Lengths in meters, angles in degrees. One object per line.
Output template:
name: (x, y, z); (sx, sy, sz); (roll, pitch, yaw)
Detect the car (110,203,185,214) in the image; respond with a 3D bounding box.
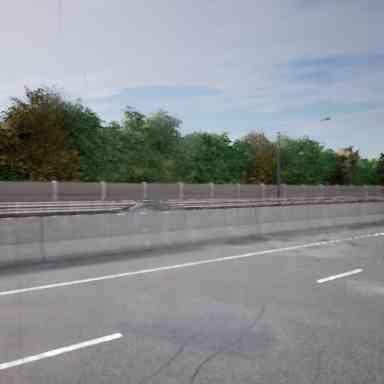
car: (-2.570, 1.535, 19.325); (4.181, 1.385, 1.994); (0, 0, -35)

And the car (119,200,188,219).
car: (-3.102, 1.417, 27.515); (5.357, 1.411, 2.033); (1, 0, -35)

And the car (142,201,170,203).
car: (-3.306, 1.473, 23.088); (4.892, 1.490, 1.837); (1, 0, -35)
